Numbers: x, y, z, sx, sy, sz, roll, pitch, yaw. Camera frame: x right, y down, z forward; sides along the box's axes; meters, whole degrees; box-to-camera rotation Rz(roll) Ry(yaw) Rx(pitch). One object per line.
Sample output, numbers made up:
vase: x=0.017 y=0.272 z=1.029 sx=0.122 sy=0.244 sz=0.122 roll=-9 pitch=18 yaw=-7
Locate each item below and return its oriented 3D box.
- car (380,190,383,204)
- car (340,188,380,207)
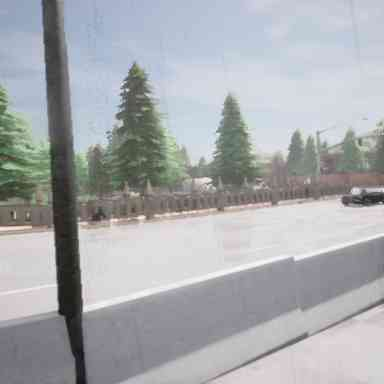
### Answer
car: x=15.750 y=0.424 z=23.724 sx=4.718 sy=1.301 sz=1.895 roll=-4 pitch=2 yaw=-35
car: x=13.990 y=0.405 z=26.761 sx=4.718 sy=1.301 sz=1.895 roll=-4 pitch=2 yaw=-35
